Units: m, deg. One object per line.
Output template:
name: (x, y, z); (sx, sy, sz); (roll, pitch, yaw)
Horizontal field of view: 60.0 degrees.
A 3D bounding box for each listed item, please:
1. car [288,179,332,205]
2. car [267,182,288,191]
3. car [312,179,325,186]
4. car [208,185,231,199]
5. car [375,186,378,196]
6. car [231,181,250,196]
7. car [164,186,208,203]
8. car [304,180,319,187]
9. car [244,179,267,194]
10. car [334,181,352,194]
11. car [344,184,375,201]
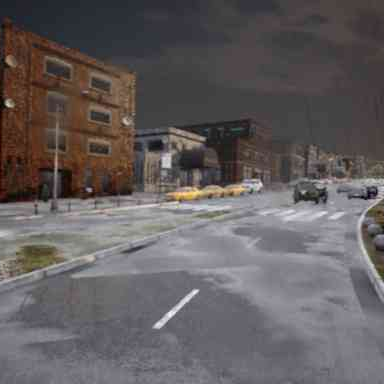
car: (11.232, 0.061, 31.398); (2.150, 2.045, 5.566); (1, 3, 33)
car: (14.492, -0.984, 57.864); (2.163, 1.488, 4.792); (1, 3, 33)
car: (32.496, -2.420, 85.329); (1.946, 1.575, 5.366); (1, 3, 33)
car: (2.238, -0.061, 39.160); (1.946, 1.575, 5.366); (1, 3, 33)
car: (23.781, -0.303, 44.722); (1.994, 1.385, 4.181); (1, 3, 33)
car: (5.264, -0.297, 43.777); (1.946, 1.575, 5.366); (1, 3, 33)
car: (-0.795, 0.177, 34.551); (1.946, 1.575, 5.366); (1, 3, 33)
car: (28.686, -2.124, 79.617); (2.231, 1.521, 4.892); (2, 3, 34)
car: (8.446, -0.793, 48.617); (2.435, 2.045, 5.566); (1, 3, 33)
car: (22.391, -0.467, 48.338); (1.994, 1.385, 4.181); (1, 3, 34)
car: (18.289, 0.128, 36.312); (1.994, 1.385, 4.181); (1, 3, 34)
